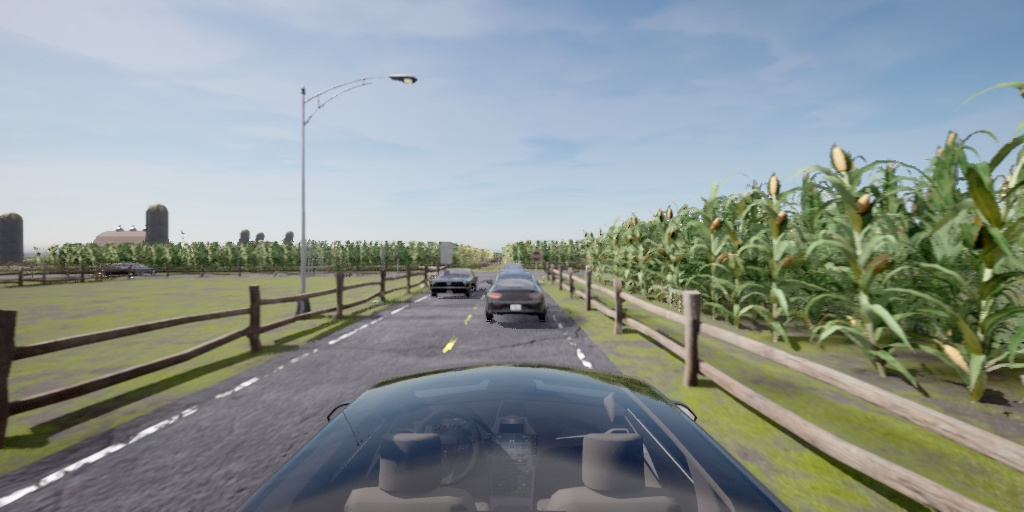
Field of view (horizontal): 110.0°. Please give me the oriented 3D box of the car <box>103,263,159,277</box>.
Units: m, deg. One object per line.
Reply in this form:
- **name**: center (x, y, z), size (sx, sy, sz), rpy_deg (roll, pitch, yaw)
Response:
- **car**: center (-41.172, 1.482, 38.760), size (4.902, 1.511, 2.128), rpy_deg (-1, 1, 0)

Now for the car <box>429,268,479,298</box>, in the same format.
- **car**: center (-2.828, 1.308, 18.310), size (1.895, 1.301, 4.718), rpy_deg (0, 0, 0)

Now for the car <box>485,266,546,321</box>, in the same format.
- **car**: center (0.108, 1.248, 12.160), size (1.812, 1.442, 4.674), rpy_deg (0, 0, 0)

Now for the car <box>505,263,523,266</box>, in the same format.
- **car**: center (0.120, 1.236, 25.576), size (2.033, 1.411, 5.357), rpy_deg (0, 0, 1)
